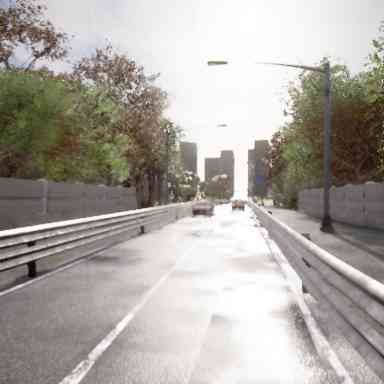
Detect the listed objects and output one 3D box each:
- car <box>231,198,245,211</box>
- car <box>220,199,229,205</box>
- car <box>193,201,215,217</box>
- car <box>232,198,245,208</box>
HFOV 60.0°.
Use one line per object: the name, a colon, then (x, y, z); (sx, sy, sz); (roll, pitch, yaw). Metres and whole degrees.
car: (6.595, 1.962, 47.442); (1.895, 1.301, 4.718); (0, -1, 8)
car: (7.234, 2.255, 74.084); (1.812, 1.442, 4.674); (0, -1, 8)
car: (1.260, 1.676, 34.155); (1.882, 1.535, 5.008); (0, 0, 8)
car: (8.039, 1.865, 57.241); (2.097, 1.767, 4.553); (0, -1, 8)
